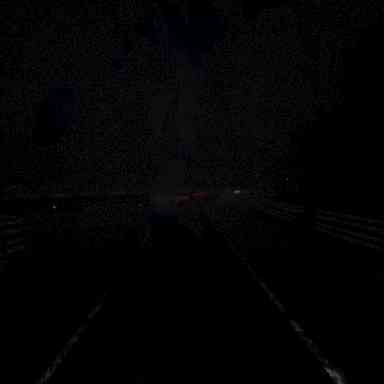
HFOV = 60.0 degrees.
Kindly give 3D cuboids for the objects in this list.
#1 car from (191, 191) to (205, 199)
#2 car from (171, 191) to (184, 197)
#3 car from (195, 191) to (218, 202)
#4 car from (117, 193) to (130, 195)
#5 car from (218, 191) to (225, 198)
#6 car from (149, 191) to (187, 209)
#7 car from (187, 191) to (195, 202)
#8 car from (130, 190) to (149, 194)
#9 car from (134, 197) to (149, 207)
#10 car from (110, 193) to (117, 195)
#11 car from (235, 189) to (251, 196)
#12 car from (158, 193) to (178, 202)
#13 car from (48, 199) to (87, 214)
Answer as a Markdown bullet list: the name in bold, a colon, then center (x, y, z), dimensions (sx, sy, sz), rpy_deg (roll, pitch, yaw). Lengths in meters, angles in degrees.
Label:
- **car**: center (1.406, 0.604, 76.275), dimensions (2.097, 1.767, 4.553), rpy_deg (0, 1, 18)
- **car**: center (-3.977, 0.571, 93.583), dimensions (1.882, 1.535, 5.008), rpy_deg (0, 1, 18)
- **car**: center (2.515, 0.935, 57.155), dimensions (1.882, 1.535, 5.008), rpy_deg (0, 1, 18)
- **car**: center (-15.562, 0.918, 80.687), dimensions (1.895, 1.301, 4.718), rpy_deg (0, 1, 18)
- **car**: center (5.371, 0.735, 77.134), dimensions (2.128, 1.511, 4.902), rpy_deg (0, 1, 18)
- **car**: center (-2.839, 0.904, 40.797), dimensions (2.150, 2.045, 5.566), rpy_deg (0, 1, 18)
- **car**: center (-0.813, 1.034, 58.231), dimensions (1.994, 1.385, 4.181), rpy_deg (0, 1, 18)
- **car**: center (-12.227, 0.810, 79.626), dimensions (1.837, 1.490, 4.892), rpy_deg (0, 1, 18)
- **car**: center (-5.700, 1.276, 43.301), dimensions (1.895, 1.301, 4.718), rpy_deg (0, 1, 18)
- **car**: center (-18.974, 0.862, 81.514), dimensions (1.812, 1.442, 4.674), rpy_deg (0, 1, 18)
- **car**: center (14.309, 0.509, 93.193), dimensions (2.033, 1.411, 5.357), rpy_deg (0, 1, 18)
- **car**: center (-4.141, 0.987, 59.323), dimensions (1.837, 1.490, 4.892), rpy_deg (0, 1, 18)
- **car**: center (-12.532, 1.399, 33.677), dimensions (1.994, 1.385, 4.181), rpy_deg (0, 1, 18)
